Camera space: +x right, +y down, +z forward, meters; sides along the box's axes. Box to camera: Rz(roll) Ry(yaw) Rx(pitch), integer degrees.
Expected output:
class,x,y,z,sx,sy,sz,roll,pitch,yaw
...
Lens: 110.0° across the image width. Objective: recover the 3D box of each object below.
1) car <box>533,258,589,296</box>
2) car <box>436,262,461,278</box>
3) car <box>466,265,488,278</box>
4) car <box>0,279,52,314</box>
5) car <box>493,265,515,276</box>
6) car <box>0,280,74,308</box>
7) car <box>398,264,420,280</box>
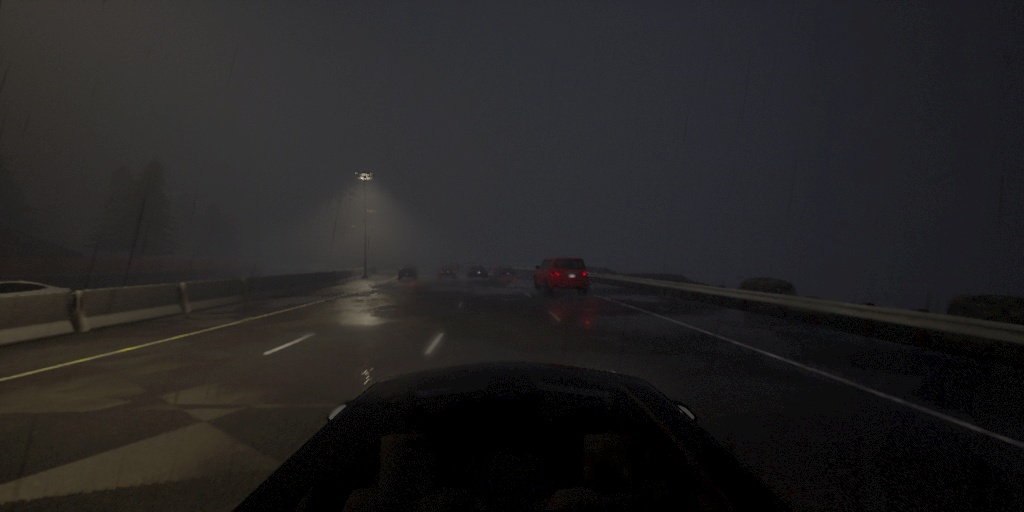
class,x,y,z,sx,sy,sz,roll,pitch,yaw
car,2.703,1.113,20.683,2.150,2.045,5.566,0,0,-7
car,-7.314,1.710,39.872,2.033,1.411,5.357,0,-1,-15
car,-3.877,1.684,39.028,1.994,1.385,4.181,0,-1,-13
car,-21.419,1.673,13.684,1.895,1.301,4.718,-1,-1,-4
car,-1.042,1.730,43.252,1.895,1.301,4.718,0,-1,-14
car,-17.843,1.547,12.050,1.812,1.442,4.674,-1,-1,-3
car,-10.802,1.668,37.578,2.128,1.511,4.902,0,-1,-12
